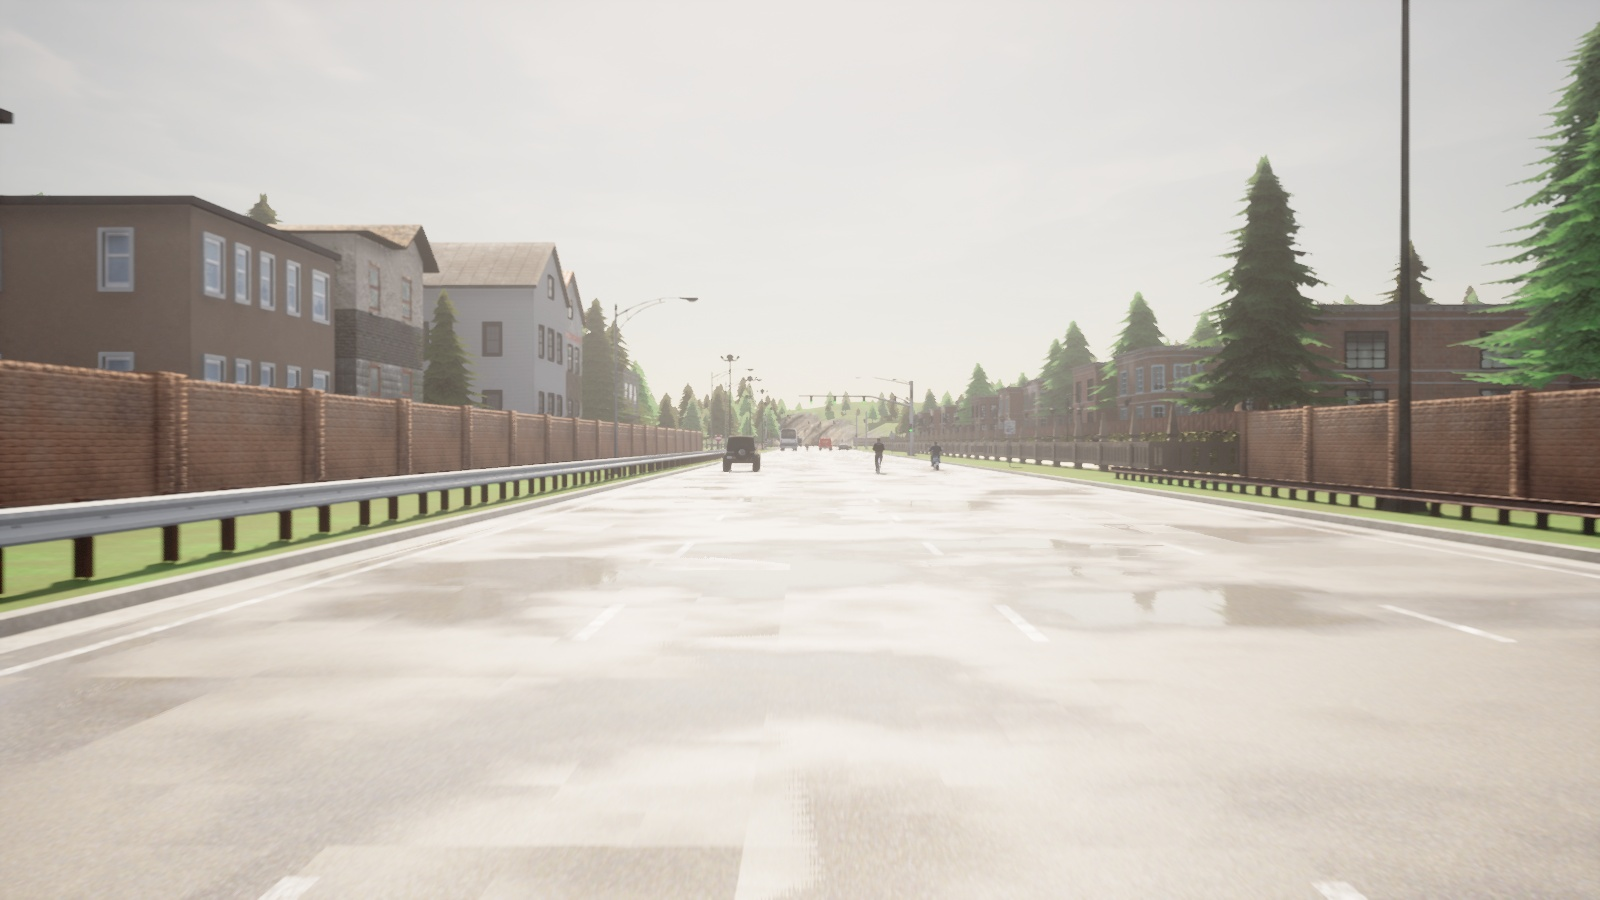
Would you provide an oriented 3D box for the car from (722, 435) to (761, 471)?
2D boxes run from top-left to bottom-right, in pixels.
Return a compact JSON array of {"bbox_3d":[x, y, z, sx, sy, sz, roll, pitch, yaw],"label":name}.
[{"bbox_3d":[-3.103,0.162,67.200,1.905,1.878,3.866,0,0,0],"label":"car"}]
